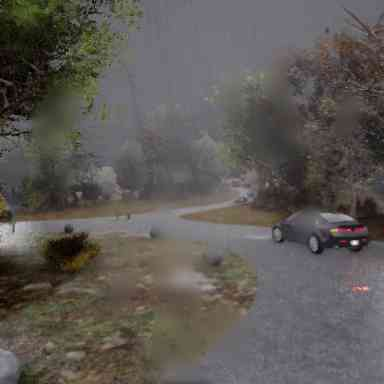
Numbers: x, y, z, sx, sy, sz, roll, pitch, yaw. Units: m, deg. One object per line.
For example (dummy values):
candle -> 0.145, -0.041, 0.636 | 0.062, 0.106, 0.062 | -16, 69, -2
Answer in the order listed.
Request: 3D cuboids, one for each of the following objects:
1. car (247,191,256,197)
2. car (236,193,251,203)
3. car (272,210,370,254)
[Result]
car -> 15.964, 0.658, 89.812 | 2.150, 2.045, 5.566 | -1, 3, 13
car -> 10.840, 1.590, 72.052 | 1.994, 1.385, 4.181 | -1, 1, 18
car -> 4.989, 1.494, 13.596 | 1.837, 1.490, 4.892 | -1, 0, -12
